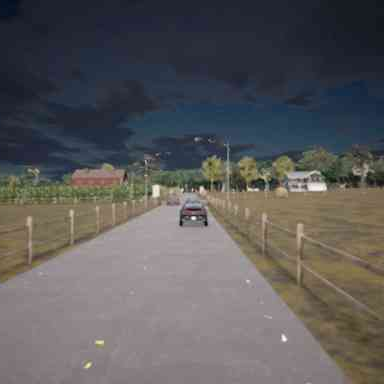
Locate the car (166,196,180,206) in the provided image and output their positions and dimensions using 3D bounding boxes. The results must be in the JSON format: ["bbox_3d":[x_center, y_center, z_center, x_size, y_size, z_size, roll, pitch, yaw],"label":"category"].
[{"bbox_3d":[-2.800,1.327,50.190,1.994,1.385,4.181,0,0,0],"label":"car"}]

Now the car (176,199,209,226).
[{"bbox_3d":[0.097,1.426,22.912,1.837,1.490,4.892,0,-1,0],"label":"car"}]
